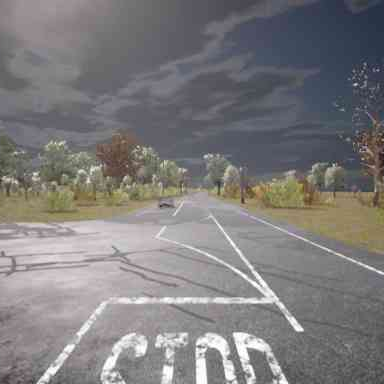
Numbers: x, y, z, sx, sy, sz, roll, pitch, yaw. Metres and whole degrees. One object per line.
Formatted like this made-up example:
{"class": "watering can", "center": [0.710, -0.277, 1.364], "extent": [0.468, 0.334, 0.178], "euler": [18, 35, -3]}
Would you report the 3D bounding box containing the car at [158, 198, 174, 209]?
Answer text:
{"class": "car", "center": [-3.460, 1.500, 44.921], "extent": [1.994, 1.385, 4.181], "euler": [0, 0, 0]}
